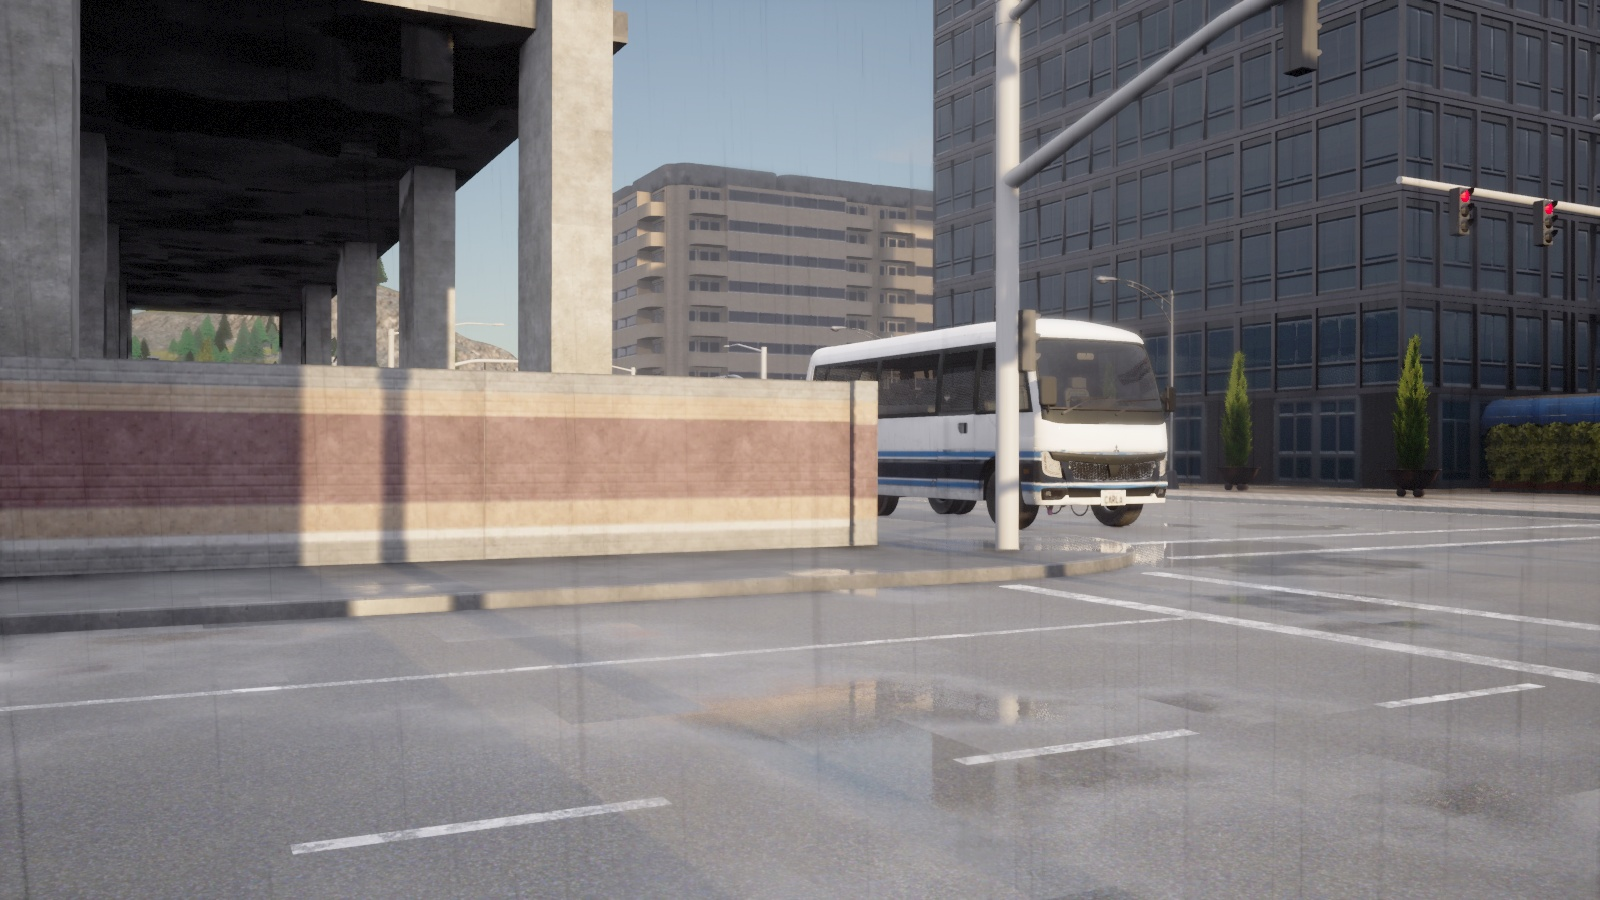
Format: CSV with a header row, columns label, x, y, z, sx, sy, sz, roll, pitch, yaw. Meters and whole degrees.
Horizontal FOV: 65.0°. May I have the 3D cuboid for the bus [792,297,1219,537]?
label,x,y,z,sx,sy,sz,roll,pitch,yaw
bus,3.924,-0.572,27.768,3.944,4.253,10.273,0,0,-27
